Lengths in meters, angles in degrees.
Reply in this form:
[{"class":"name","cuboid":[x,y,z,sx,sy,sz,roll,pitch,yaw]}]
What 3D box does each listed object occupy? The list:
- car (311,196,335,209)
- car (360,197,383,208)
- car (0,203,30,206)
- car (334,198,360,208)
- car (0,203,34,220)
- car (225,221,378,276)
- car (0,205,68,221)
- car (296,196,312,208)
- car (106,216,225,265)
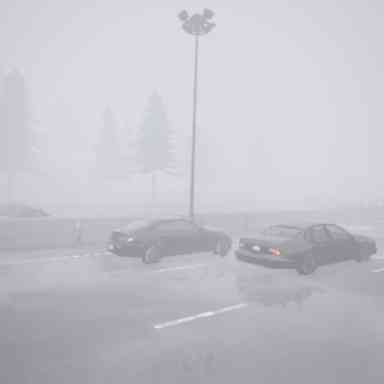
[{"class":"car","cuboid":[19.935,1.629,48.121,4.892,1.490,1.837,0,0,-35]},{"class":"car","cuboid":[24.025,1.486,42.447,4.553,1.767,2.097,0,0,-35]},{"class":"car","cuboid":[-11.620,1.600,21.498,4.718,1.301,1.895,1,0,-35]},{"class":"car","cuboid":[21.924,1.730,45.249,4.718,1.301,1.895,0,0,-35]},{"class":"car","cuboid":[-15.658,1.589,27.216,4.718,1.301,1.895,1,0,-35]},{"class":"car","cuboid":[3.839,1.645,10.759,5.357,1.411,2.033,1,0,-35]},{"class":"car","cuboid":[-9.601,1.605,18.639,4.718,1.301,1.895,1,0,-35]},{"class":"car","cuboid":[17.984,1.470,51.021,4.553,1.767,2.097,0,0,-35]},{"class":"car","cuboid":[-0.684,1.586,11.839,4.674,1.442,1.812,1,0,-35]}]
